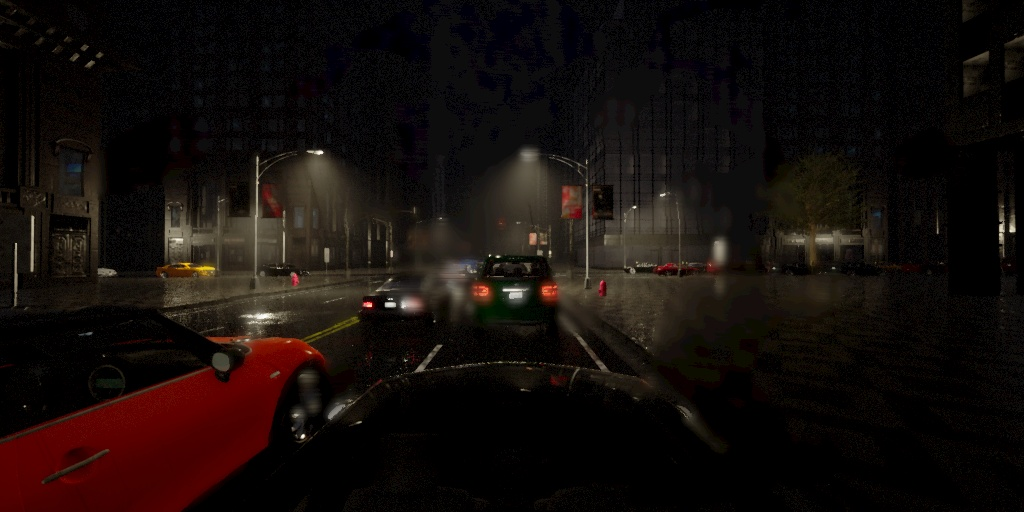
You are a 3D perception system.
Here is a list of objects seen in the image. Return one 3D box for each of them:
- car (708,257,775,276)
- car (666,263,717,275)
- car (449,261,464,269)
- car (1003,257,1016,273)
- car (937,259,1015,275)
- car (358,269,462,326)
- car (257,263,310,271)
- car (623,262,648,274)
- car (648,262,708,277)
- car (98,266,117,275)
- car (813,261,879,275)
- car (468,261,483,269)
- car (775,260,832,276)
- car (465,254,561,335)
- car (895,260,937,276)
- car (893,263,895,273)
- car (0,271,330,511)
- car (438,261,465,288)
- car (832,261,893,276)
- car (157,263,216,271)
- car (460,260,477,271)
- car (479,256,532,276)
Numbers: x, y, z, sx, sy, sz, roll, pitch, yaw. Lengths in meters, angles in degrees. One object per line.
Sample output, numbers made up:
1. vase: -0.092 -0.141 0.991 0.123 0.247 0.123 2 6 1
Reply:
1. car: 21.005 1.036 33.421 5.009 1.841 2.192 0 0 -1
2. car: 19.550 1.395 39.172 4.718 1.301 1.895 0 -1 -1
3. car: -9.718 1.562 63.188 1.812 1.442 4.674 0 0 1
4. car: 49.195 0.968 33.813 5.009 1.841 2.192 0 0 -1
5. car: 43.556 1.209 33.735 4.507 1.381 1.888 0 0 -1
6. car: -3.121 1.305 11.725 2.033 1.411 5.357 0 0 0
7. car: -22.559 1.427 35.430 4.892 1.490 1.837 0 -1 0
8. car: 15.250 1.407 41.866 4.313 1.339 1.948 0 0 -1
9. car: 15.367 1.323 33.342 4.207 1.307 1.802 0 0 -1
10. car: -42.074 1.537 35.483 4.674 1.442 1.812 0 -1 0
11. car: 36.611 1.294 39.398 5.357 1.411 2.033 0 -1 -1
12. car: -6.458 1.590 64.043 2.033 1.411 5.357 0 0 1
13. car: 26.642 1.271 33.499 4.313 1.339 1.948 0 0 -1
14. car: 0.114 0.977 10.641 2.150 2.045 5.566 0 0 0
15. car: 42.567 1.174 36.351 5.008 1.535 1.882 0 -1 0
16. car: 43.273 1.290 42.256 4.829 1.417 1.751 0 0 -1
17. car: -3.146 1.102 2.313 2.097 1.767 4.553 0 0 0
18. car: -3.123 1.277 21.462 2.128 1.511 4.902 0 0 0
19. car: 32.280 1.255 33.578 4.313 1.339 1.948 0 0 -1
20. car: -32.075 1.443 35.456 5.008 1.535 1.882 0 -1 0
21. car: -6.506 1.450 53.881 1.882 1.535 5.008 0 0 0
22. car: -0.730 1.088 38.854 5.566 2.045 2.150 0 -1 -2
